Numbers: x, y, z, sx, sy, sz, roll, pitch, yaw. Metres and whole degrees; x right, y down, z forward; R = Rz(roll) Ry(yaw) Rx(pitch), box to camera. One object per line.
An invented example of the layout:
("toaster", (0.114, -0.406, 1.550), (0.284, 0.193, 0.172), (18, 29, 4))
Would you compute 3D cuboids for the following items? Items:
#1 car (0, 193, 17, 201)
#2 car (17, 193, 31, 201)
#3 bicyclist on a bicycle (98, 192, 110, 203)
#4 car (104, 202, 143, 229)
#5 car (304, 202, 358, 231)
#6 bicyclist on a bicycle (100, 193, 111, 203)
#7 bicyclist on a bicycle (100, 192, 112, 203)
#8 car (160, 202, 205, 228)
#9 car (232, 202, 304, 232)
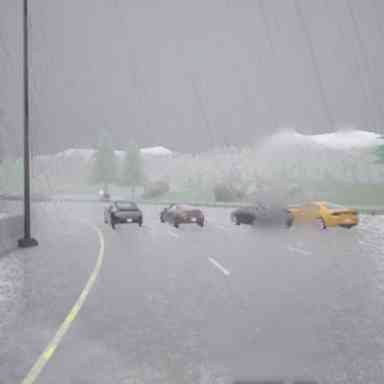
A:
("car", (-36.124, 0.895, 63.659), (4.553, 1.767, 2.097), (0, 1, 35))
("car", (-34.117, 1.035, 66.528), (4.902, 1.511, 2.128), (0, 1, 35))
("bicyclist on a bicycle", (-15.806, 0.992, 59.794), (0.582, 1.620, 1.656), (1, -23, 36))
("car", (-4.417, 1.367, 21.008), (2.128, 1.511, 4.902), (0, 0, -22))
("car", (7.396, 1.310, 19.633), (1.882, 1.535, 5.008), (0, 0, -17))
("bicyclist on a bicycle", (-14.936, 0.994, 59.141), (0.582, 1.620, 1.656), (1, -20, 36))
("bicyclist on a bicycle", (-15.392, 0.991, 59.489), (0.582, 1.620, 1.656), (-1, -23, 34))
("car", (-0.694, 1.384, 21.057), (1.812, 1.442, 4.674), (0, 0, -20))
("car", (3.893, 1.343, 19.106), (2.128, 1.511, 4.902), (0, 0, -17))
